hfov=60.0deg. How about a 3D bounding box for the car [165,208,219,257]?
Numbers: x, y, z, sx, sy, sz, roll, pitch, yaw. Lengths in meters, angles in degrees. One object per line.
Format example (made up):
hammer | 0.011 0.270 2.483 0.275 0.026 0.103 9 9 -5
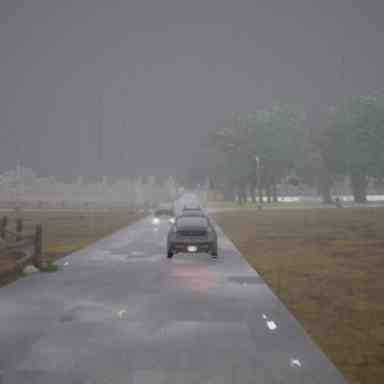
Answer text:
car | 0.023 1.642 13.512 1.837 1.490 4.892 0 0 0

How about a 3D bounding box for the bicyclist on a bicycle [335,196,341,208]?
bicyclist on a bicycle | 19.907 1.414 45.439 0.582 1.620 1.656 -1 -1 0

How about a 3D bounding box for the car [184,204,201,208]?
car | 0.027 1.766 28.525 2.128 1.511 4.902 0 0 0

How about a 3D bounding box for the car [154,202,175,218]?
car | -2.771 1.805 34.823 1.882 1.535 5.008 0 -1 1
